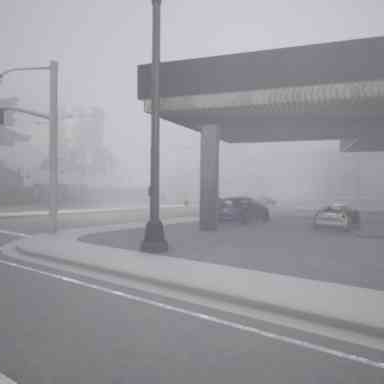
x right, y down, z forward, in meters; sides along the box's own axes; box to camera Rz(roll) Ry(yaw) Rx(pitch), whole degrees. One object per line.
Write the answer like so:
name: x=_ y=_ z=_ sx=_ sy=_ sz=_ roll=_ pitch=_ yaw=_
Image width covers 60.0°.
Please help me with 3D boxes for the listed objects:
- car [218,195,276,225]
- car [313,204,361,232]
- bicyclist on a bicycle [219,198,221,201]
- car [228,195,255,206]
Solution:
car: x=3.380 y=1.180 z=22.061 sx=2.242 sy=1.667 sz=4.611 roll=1 pitch=0 yaw=37
car: x=8.453 y=1.407 z=19.264 sx=1.970 sy=1.475 sz=3.806 roll=1 pitch=0 yaw=37
bicyclist on a bicycle: x=2.498 y=1.212 z=29.716 sx=0.582 sy=1.620 sz=1.656 roll=0 pitch=-9 yaw=-36
car: x=7.473 y=1.242 z=49.851 sx=1.837 sy=1.490 sz=4.892 roll=1 pitch=0 yaw=36
